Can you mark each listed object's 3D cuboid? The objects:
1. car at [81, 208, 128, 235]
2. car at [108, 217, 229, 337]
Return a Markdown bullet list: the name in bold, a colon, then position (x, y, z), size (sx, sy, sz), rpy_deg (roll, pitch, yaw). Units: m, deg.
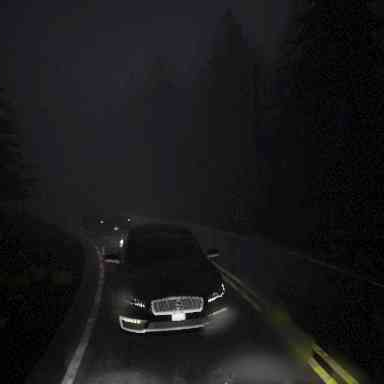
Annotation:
- **car**: position (-5.076, 1.632, 19.461), size (1.895, 1.301, 4.718), rpy_deg (-3, 1, -29)
- **car**: position (-0.670, 1.498, 7.037), size (1.837, 1.490, 4.892), rpy_deg (-1, 0, -11)
